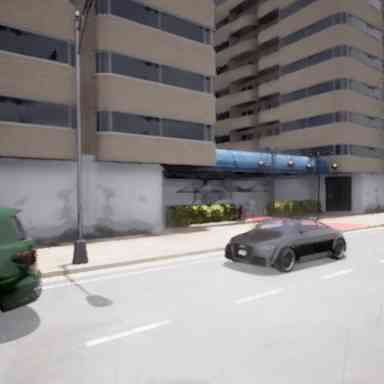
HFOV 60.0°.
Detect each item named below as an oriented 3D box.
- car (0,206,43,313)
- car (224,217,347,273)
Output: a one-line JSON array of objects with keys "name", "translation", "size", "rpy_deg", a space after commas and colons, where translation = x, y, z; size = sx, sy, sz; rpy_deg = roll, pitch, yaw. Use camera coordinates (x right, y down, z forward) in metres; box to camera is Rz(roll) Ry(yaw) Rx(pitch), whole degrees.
[{"name": "car", "translation": [-5.122, 1.267, 4.611], "size": [5.566, 2.045, 2.150], "rpy_deg": [-1, 0, -36]}, {"name": "car", "translation": [3.029, 1.497, 10.520], "size": [4.181, 1.385, 1.994], "rpy_deg": [-1, 0, -36]}]
